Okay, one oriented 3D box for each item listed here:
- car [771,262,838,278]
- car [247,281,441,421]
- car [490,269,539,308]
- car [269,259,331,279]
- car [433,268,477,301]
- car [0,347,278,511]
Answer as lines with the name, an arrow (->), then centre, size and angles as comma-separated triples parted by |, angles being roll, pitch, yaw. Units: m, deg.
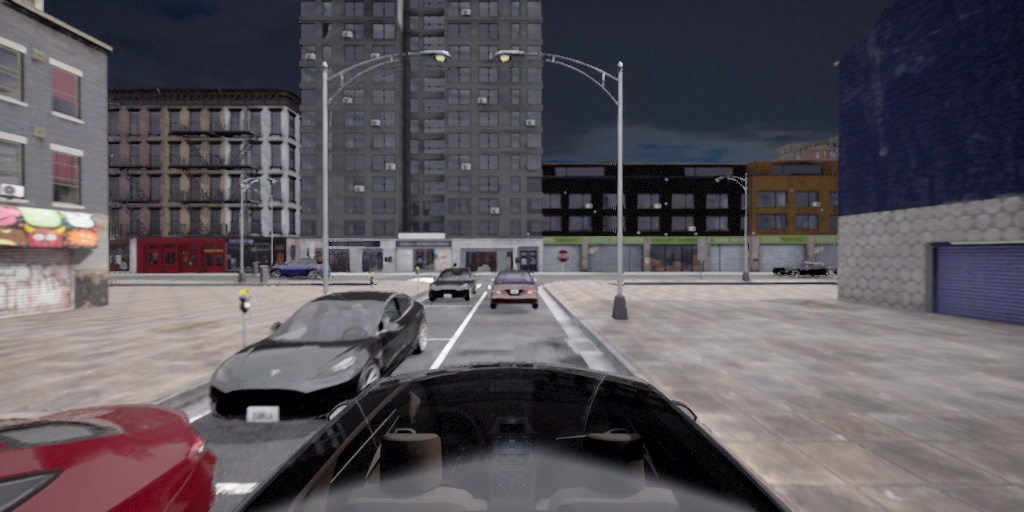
car -> 24.882, 1.173, 30.414 | 4.718, 1.301, 1.895 | 0, 0, 0
car -> -2.637, 1.298, 5.977 | 1.948, 1.339, 4.313 | 0, 0, 0
car -> 0.088, 1.242, 14.725 | 2.033, 1.411, 5.357 | 0, 0, 0
car -> -17.974, 1.017, 30.413 | 4.553, 1.767, 2.097 | 0, 0, 0
car -> -2.636, 1.252, 16.881 | 1.948, 1.339, 4.313 | 0, 0, 0
car -> -2.638, 1.337, 0.525 | 1.802, 1.307, 4.207 | 0, 0, 0
